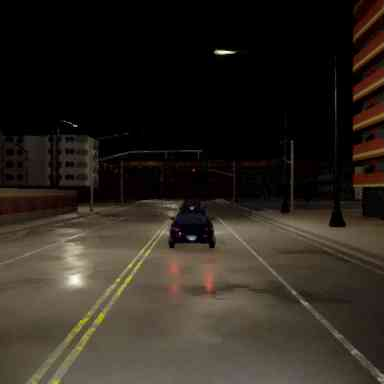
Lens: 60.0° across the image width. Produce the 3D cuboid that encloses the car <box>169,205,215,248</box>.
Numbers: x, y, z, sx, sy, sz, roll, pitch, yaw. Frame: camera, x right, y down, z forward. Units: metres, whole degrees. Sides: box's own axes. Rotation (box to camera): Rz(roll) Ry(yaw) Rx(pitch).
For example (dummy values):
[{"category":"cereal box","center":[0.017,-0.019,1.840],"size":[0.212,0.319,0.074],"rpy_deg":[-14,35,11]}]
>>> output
[{"category":"car","center":[0.000,1.532,14.650],"size":[1.812,1.442,4.674],"rpy_deg":[0,0,0]}]

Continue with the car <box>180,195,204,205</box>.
[{"category":"car","center":[0.000,1.365,29.620],"size":[2.097,1.767,4.553],"rpy_deg":[0,0,0]}]
